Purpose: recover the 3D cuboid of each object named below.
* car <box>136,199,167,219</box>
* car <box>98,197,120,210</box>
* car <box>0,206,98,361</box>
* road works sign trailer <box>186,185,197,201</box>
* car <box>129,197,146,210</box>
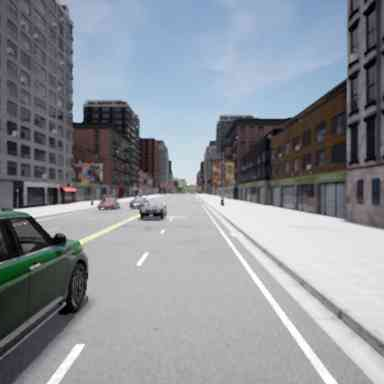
[{"bbox_3d":[-3.139,1.500,27.877,1.895,1.301,4.718,0,0,0],"label":"car"},{"bbox_3d":[-9.821,1.387,39.603,1.812,1.442,4.674,0,0,0],"label":"car"},{"bbox_3d":[-3.148,1.205,4.368,2.150,2.045,5.566,0,0,0],"label":"car"},{"bbox_3d":[0.032,0.223,78.640,2.380,3.560,2.880,0,0,0],"label":"road works sign trailer"},{"bbox_3d":[-6.570,1.348,41.337,2.128,1.511,4.902,0,0,0],"label":"car"}]
